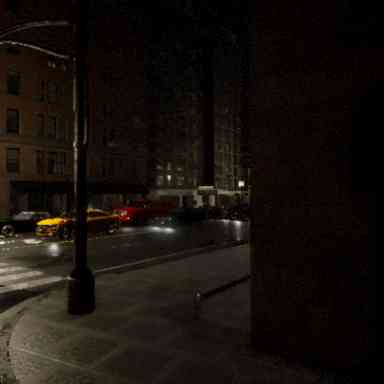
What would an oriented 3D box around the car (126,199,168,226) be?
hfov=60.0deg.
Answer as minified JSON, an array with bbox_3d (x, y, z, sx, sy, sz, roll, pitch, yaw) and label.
[{"bbox_3d":[-4.164,1.632,28.010,2.150,2.045,5.566,0,-1,36],"label":"car"}]

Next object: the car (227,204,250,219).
[{"bbox_3d":[5.390,2.094,35.726,1.837,1.490,4.892,0,-1,36],"label":"car"}]

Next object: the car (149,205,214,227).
[{"bbox_3d":[-0.701,1.972,27.259,2.033,1.411,5.357,0,-1,36],"label":"car"}]

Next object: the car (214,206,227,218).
[{"bbox_3d":[1.588,2.131,36.011,1.994,1.385,4.181,0,-1,35],"label":"car"}]

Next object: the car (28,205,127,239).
[{"bbox_3d":[-6.427,1.746,19.286,1.882,1.535,5.008,0,-1,36],"label":"car"}]

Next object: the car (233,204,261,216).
[{"bbox_3d":[7.262,2.283,43.853,1.994,1.385,4.181,0,-1,36],"label":"car"}]

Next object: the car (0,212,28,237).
[{"bbox_3d":[-9.859,1.856,20.077,1.895,1.301,4.718,0,-1,36],"label":"car"}]
